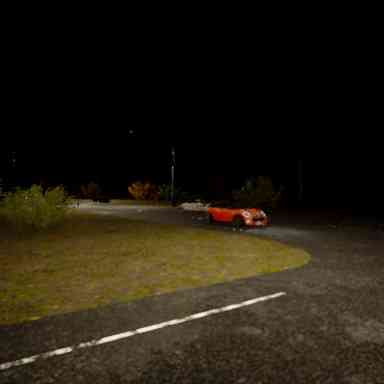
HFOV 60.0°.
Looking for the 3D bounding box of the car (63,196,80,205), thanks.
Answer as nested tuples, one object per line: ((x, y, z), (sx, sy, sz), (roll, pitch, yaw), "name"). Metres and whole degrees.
((-18.844, 1.388, 51.479), (1.812, 1.442, 4.674), (0, 0, -37), "car")

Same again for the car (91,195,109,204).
((-16.528, 1.368, 59.974), (1.837, 1.490, 4.892), (0, 0, -37), "car")

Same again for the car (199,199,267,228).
((2.904, 1.394, 22.797), (2.097, 1.767, 4.553), (0, 0, -37), "car")

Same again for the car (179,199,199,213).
((0.447, 1.536, 37.608), (1.812, 1.442, 4.674), (0, 0, -37), "car")
